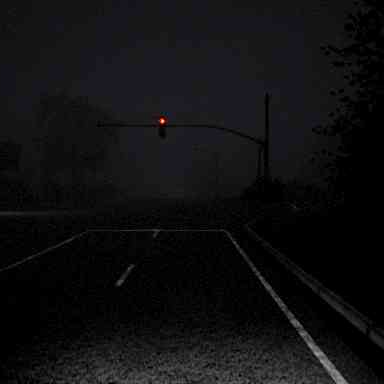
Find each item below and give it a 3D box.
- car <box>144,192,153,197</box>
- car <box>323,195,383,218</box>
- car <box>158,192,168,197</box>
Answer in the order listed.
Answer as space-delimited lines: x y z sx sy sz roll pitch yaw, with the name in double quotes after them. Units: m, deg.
-10.499 0.621 80.719 2.033 1.411 5.357 0 -1 0 "car"
11.936 0.934 23.560 4.902 1.511 2.128 0 2 11 "car"
-6.999 0.634 80.719 1.994 1.385 4.181 0 -1 0 "car"
